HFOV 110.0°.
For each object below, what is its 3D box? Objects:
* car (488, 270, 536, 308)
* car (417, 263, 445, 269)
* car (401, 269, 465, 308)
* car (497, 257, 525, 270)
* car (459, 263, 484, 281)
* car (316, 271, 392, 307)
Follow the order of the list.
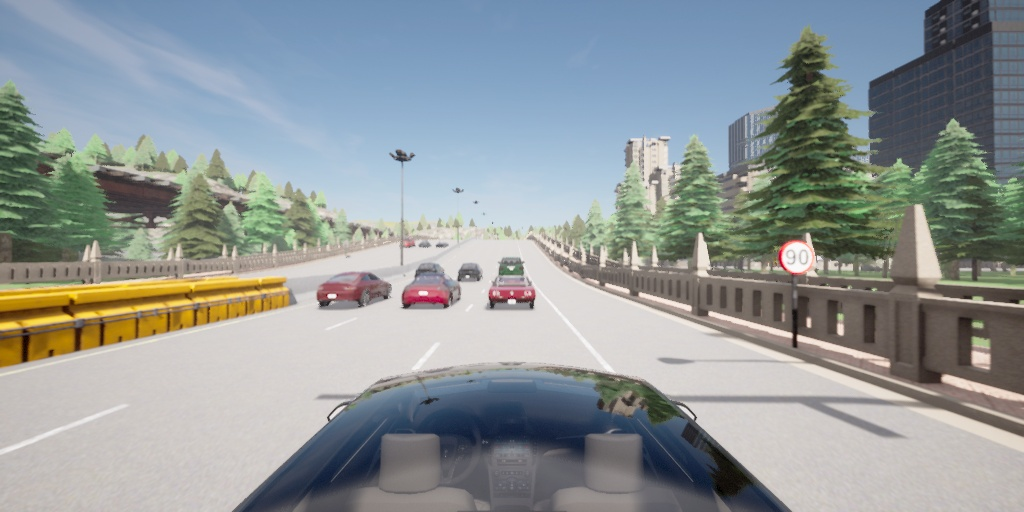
[{"bbox_3d":[0.002,1.486,15.963,1.895,1.301,4.718,0,-1,0],"label":"car"},{"bbox_3d":[-7.073,1.319,31.136,1.837,1.490,4.892,0,2,0],"label":"car"},{"bbox_3d":[-3.497,1.451,16.146,1.994,1.385,4.181,0,0,0],"label":"car"},{"bbox_3d":[-0.074,1.036,30.875,2.150,2.045,5.566,0,2,0],"label":"car"},{"bbox_3d":[-3.573,1.319,31.151,1.837,1.490,4.892,0,2,0],"label":"car"},{"bbox_3d":[-6.997,1.413,16.247,1.812,1.442,4.674,0,0,0],"label":"car"}]
